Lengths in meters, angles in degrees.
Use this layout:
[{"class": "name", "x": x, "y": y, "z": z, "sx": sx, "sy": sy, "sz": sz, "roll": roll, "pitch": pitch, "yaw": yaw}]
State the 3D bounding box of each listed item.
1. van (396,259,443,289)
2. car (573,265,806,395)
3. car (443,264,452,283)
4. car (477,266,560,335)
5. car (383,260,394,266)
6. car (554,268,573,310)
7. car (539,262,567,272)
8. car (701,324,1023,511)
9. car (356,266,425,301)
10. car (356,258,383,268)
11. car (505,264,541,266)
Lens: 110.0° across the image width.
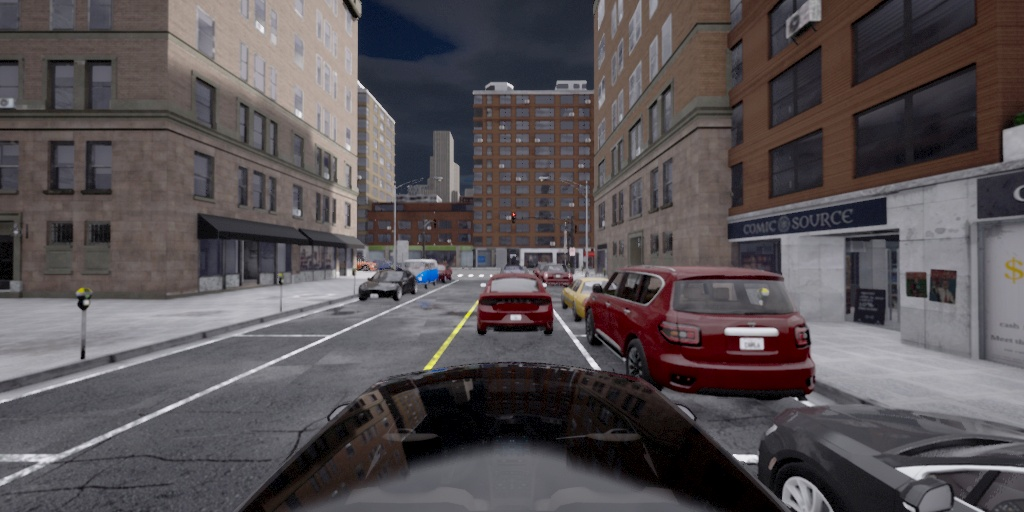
[{"class": "van", "x": -5.837, "y": 1.104, "z": 22.851, "sx": 1.690, "sy": 1.789, "sz": 3.998, "roll": 0, "pitch": 0, "yaw": 0}, {"class": "car", "x": 2.674, "y": 1.066, "z": 6.394, "sx": 2.192, "sy": 1.841, "sz": 5.009, "roll": 0, "pitch": 0, "yaw": 0}, {"class": "car", "x": -5.832, "y": 1.314, "z": 28.334, "sx": 1.888, "sy": 1.381, "sz": 4.507, "roll": 0, "pitch": 0, "yaw": 0}, {"class": "car", "x": 0.058, "y": 1.231, "z": 10.528, "sx": 1.882, "sy": 1.535, "sz": 5.008, "roll": 0, "pitch": 0, "yaw": -1}, {"class": "car", "x": -16.036, "y": 1.199, "z": 44.490, "sx": 5.357, "sy": 1.411, "sz": 2.033, "roll": 0, "pitch": -1, "yaw": 0}, {"class": "car", "x": 2.679, "y": 1.279, "z": 12.047, "sx": 1.751, "sy": 1.417, "sz": 4.829, "roll": 0, "pitch": 0, "yaw": 0}, {"class": "car", "x": 2.688, "y": 1.203, "z": 22.842, "sx": 1.967, "sy": 1.591, "sz": 4.097, "roll": 0, "pitch": 0, "yaw": 0}, {"class": "car", "x": 2.668, "y": 1.301, "z": 0.912, "sx": 2.007, "sy": 1.370, "sz": 4.403, "roll": 0, "pitch": 0, "yaw": 0}, {"class": "car", "x": -5.842, "y": 1.324, "z": 17.369, "sx": 1.948, "sy": 1.339, "sz": 4.313, "roll": 0, "pitch": 0, "yaw": 0}, {"class": "car", "x": -17.811, "y": 0.957, "z": 41.255, "sx": 4.553, "sy": 1.767, "sz": 2.097, "roll": 0, "pitch": -1, "yaw": 0}, {"class": "car", "x": 0.114, "y": 1.251, "z": 18.208, "sx": 2.128, "sy": 1.511, "sz": 4.902, "roll": 0, "pitch": 0, "yaw": 0}]
